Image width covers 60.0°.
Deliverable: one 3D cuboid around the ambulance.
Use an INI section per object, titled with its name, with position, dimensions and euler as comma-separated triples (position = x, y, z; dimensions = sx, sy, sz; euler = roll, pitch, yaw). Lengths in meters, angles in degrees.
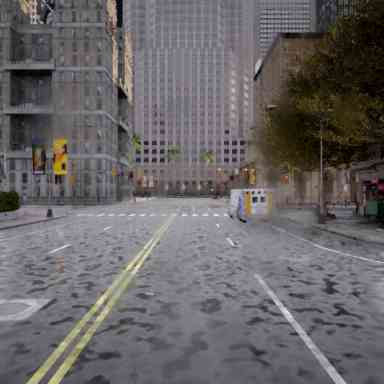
[ambulance]
position = 4.396, 1.033, 26.027
dimensions = 2.351, 2.431, 6.366
euler = 0, 0, -5
